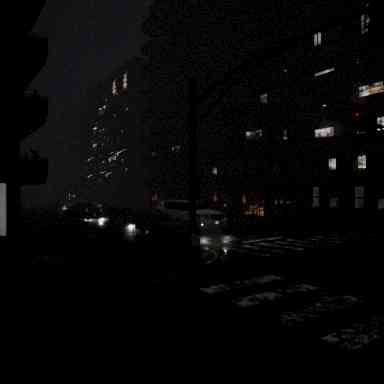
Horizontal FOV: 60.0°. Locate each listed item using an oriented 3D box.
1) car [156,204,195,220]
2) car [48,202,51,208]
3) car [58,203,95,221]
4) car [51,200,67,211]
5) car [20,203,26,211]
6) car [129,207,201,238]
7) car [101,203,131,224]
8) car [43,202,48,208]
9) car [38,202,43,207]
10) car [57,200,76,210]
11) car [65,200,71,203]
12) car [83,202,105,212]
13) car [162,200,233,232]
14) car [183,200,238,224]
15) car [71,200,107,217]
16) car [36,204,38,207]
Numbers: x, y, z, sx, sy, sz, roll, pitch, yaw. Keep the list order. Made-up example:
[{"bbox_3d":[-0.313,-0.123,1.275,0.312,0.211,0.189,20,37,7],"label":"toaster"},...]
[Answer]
[{"bbox_3d":[-1.791,2.045,34.227,1.887,1.381,4.507,-1,0,-36],"label":"car"},{"bbox_3d":[-28.394,2.623,70.908,2.192,1.841,5.009,-1,0,-36],"label":"car"},{"bbox_3d":[-11.838,2.163,33.863,1.887,1.381,4.507,-1,0,-36],"label":"car"},{"bbox_3d":[-23.181,2.600,59.394,1.837,1.490,4.892,0,-1,-36],"label":"car"},{"bbox_3d":[-31.786,2.769,61.374,1.887,1.381,4.507,-1,0,-36],"label":"car"},{"bbox_3d":[-1.764,1.833,19.970,1.752,1.417,4.829,-1,0,-36],"label":"car"},{"bbox_3d":[-6.140,2.050,30.439,2.033,1.411,5.357,0,-1,-36],"label":"car"},{"bbox_3d":[-31.712,2.972,75.492,1.947,1.339,4.313,-1,0,-36],"label":"car"},{"bbox_3d":[-35.038,3.049,80.077,1.887,1.381,4.507,-1,0,-36],"label":"car"},{"bbox_3d":[-25.069,2.524,66.322,2.192,1.841,5.009,-1,0,-36],"label":"car"},{"bbox_3d":[-17.652,2.418,51.766,2.128,1.511,4.902,0,-1,-36],"label":"car"},{"bbox_3d":[-16.312,2.432,55.097,1.882,1.535,5.008,0,-1,-36],"label":"car"},{"bbox_3d":[-0.130,1.538,22.149,2.150,2.045,5.566,0,-1,-36],"label":"car"},{"bbox_3d":[1.527,1.713,29.643,2.192,1.841,5.009,-1,0,-36],"label":"car"},{"bbox_3d":[-12.031,2.035,38.584,2.097,1.767,4.553,0,-1,-36],"label":"car"},{"bbox_3d":[-38.357,3.168,84.665,1.947,1.339,4.313,-1,0,-36],"label":"car"}]
